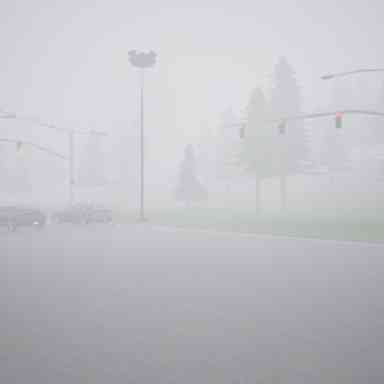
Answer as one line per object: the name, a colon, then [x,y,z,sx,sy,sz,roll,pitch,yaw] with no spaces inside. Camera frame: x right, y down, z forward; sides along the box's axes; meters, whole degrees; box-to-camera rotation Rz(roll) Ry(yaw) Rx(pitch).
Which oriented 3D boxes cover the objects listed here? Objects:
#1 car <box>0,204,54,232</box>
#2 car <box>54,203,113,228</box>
car: [-10.858,1.508,20.333,4.892,1.490,1.837,0,0,35]
car: [-7.420,1.494,22.181,4.902,1.511,2.128,0,0,35]
